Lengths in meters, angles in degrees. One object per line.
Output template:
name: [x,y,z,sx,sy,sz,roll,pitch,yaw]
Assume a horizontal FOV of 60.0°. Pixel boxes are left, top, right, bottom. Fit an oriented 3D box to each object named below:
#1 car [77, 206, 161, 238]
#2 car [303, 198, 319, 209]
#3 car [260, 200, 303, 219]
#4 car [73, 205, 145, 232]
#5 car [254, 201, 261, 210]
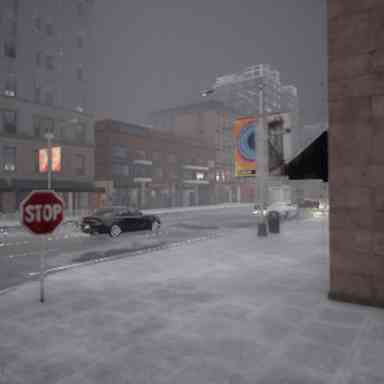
car: [-3.851,1.605,18.782,1.882,1.535,5.008,-1,0,35]
car: [16.863,1.551,47.869,1.882,1.535,5.008,-1,0,35]
car: [8.211,1.599,30.117,1.812,1.442,4.674,-1,0,35]
car: [-5.471,1.683,22.456,1.812,1.442,4.674,-1,0,35]
car: [9.751,1.683,43.739,1.994,1.385,4.181,-1,0,36]
